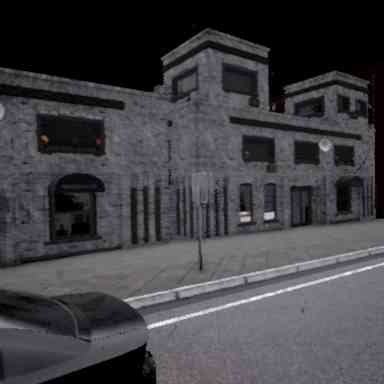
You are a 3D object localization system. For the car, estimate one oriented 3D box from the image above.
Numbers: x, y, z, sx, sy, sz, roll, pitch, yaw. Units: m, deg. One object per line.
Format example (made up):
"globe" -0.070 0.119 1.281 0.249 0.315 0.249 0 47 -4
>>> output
"car" -2.628 1.481 1.997 5.008 1.535 1.882 0 0 -35
